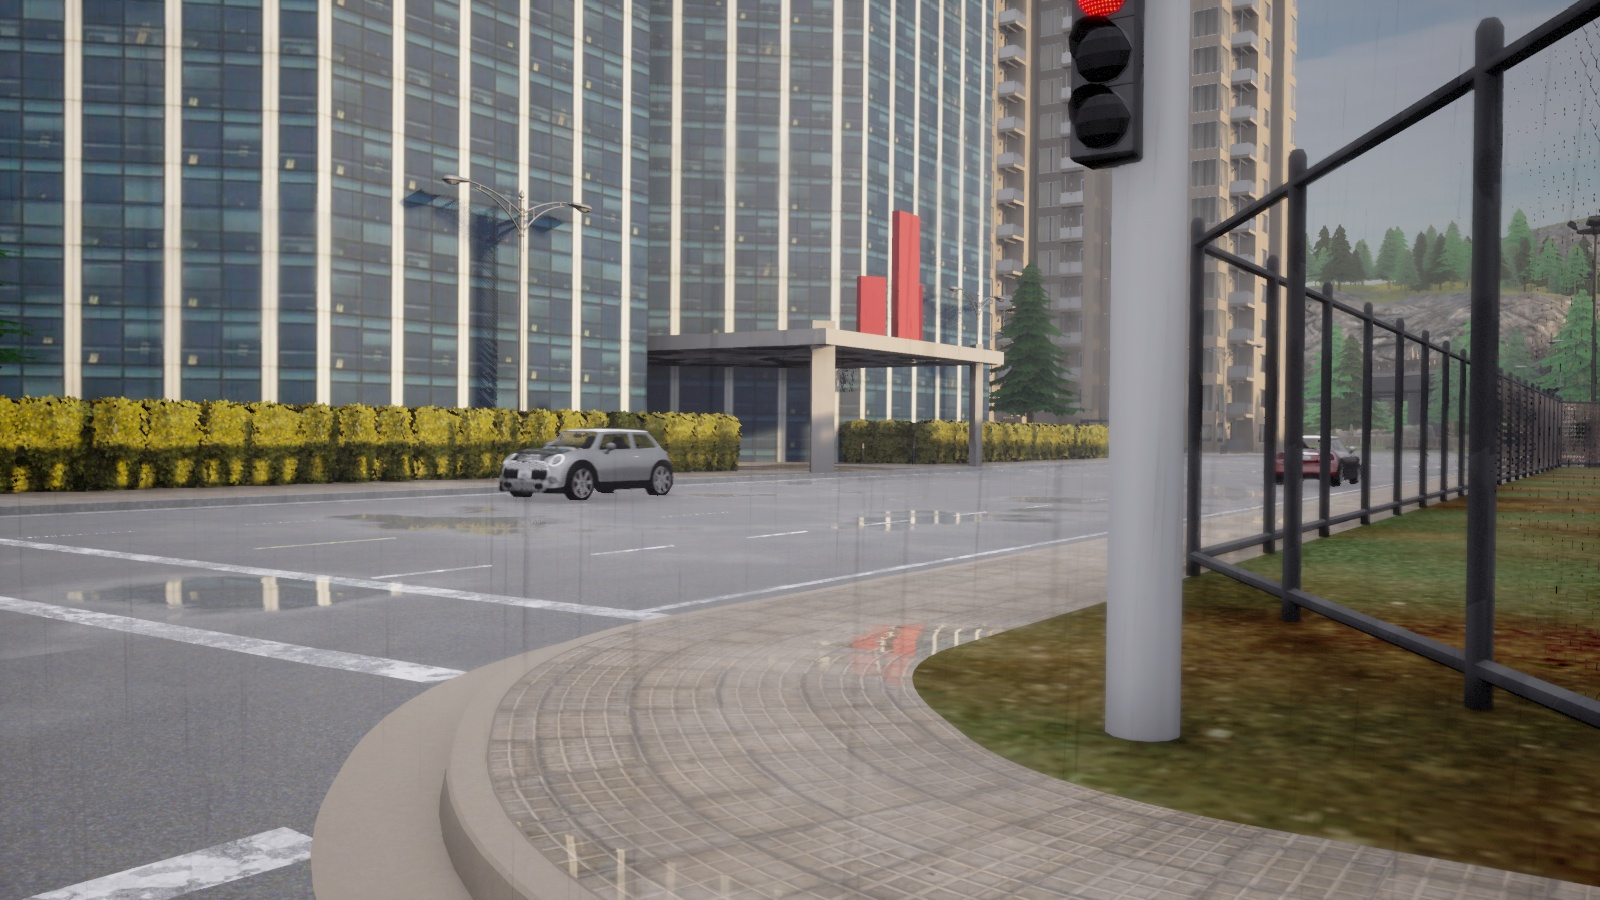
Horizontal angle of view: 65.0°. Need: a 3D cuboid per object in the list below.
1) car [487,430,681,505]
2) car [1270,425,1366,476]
[{"bbox_3d":[-4.541,0.316,26.859,1.970,1.475,3.806,0,1,34],"label":"car"},{"bbox_3d":[15.804,-0.023,38.191,1.970,1.475,3.806,0,1,34],"label":"car"}]
